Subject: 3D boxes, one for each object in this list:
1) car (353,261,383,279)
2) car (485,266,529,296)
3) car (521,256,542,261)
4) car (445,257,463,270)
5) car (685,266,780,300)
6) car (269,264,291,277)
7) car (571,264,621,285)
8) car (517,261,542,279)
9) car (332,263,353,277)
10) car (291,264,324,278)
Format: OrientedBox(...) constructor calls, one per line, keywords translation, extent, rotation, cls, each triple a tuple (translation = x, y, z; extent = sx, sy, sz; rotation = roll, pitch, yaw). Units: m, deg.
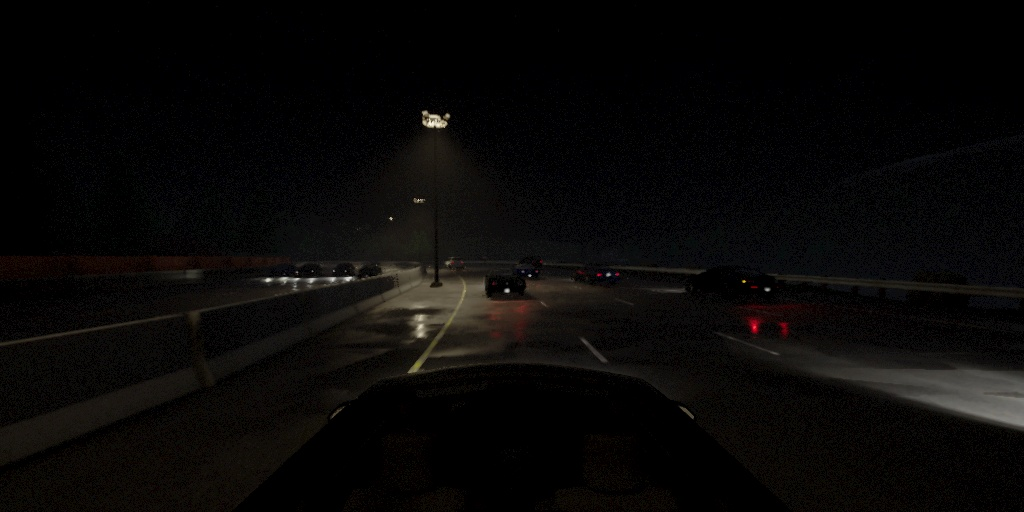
OrientedBox(translation=(-14.495, 1.545, 36.950), extent=(2.033, 1.411, 5.357), rotation=(-1, 0, -12), cls="car")
OrientedBox(translation=(-0.509, 1.384, 19.664), extent=(1.895, 1.301, 4.718), rotation=(-1, 0, -7), cls="car")
OrientedBox(translation=(2.782, 1.021, 55.283), extent=(2.150, 2.045, 5.566), rotation=(0, 0, -19), cls="car")
OrientedBox(translation=(-9.650, 1.190, 59.333), extent=(2.150, 2.045, 5.566), rotation=(0, 0, -22), cls="car")
OrientedBox(translation=(10.082, 1.167, 16.769), extent=(1.812, 1.442, 4.674), rotation=(0, 0, -5), cls="car")
OrientedBox(translation=(-26.618, 1.642, 41.974), extent=(1.882, 1.535, 5.008), rotation=(-1, 0, -15), cls="car")
OrientedBox(translation=(5.861, 1.259, 25.728), extent=(2.033, 1.411, 5.357), rotation=(-1, 0, -10), cls="car")
OrientedBox(translation=(1.087, 1.387, 33.010), extent=(1.895, 1.301, 4.718), rotation=(-1, 0, -11), cls="car")
OrientedBox(translation=(-19.111, 1.569, 40.987), extent=(1.837, 1.490, 4.892), rotation=(-1, 0, -14), cls="car")
OrientedBox(translation=(-22.432, 1.611, 39.847), extent=(1.837, 1.490, 4.892), rotation=(-1, 0, -14), cls="car")
